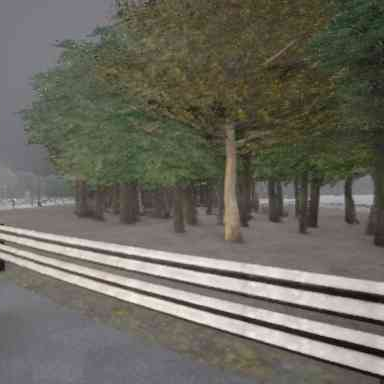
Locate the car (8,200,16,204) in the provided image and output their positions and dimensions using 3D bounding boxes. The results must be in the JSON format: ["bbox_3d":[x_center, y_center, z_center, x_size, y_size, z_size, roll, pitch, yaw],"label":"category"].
[{"bbox_3d":[-42.863,2.558,80.669,2.033,1.411,5.357,-1,-1,-10],"label":"car"}]
